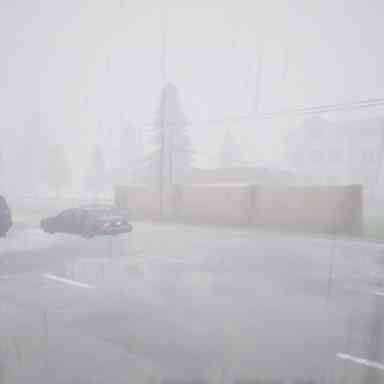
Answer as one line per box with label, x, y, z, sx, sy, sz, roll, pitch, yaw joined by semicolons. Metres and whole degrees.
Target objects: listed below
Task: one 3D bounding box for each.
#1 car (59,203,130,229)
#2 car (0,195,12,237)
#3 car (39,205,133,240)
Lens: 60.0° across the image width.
car;-6.354;1.479;21.426;4.718;1.301;1.895;0;0;36
car;-10.906;1.096;16.075;5.566;2.045;2.150;0;0;36
car;-5.327;1.452;16.393;5.357;1.411;2.033;0;0;36
